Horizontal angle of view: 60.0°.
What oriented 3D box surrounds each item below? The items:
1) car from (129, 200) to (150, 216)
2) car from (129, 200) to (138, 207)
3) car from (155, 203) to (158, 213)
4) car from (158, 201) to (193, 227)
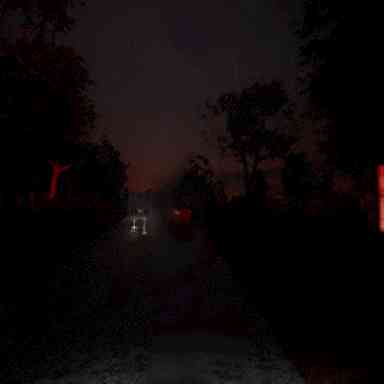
[{"bbox_3d":[-5.517,1.699,35.349,2.128,1.511,4.902,1,-1,-8],"label":"car"},{"bbox_3d":[-13.438,2.533,76.183,1.882,1.535,5.008,1,-2,-12],"label":"car"},{"bbox_3d":[-3.475,1.801,41.351,1.882,1.535,5.008,1,-1,-9],"label":"car"},{"bbox_3d":[-1.156,1.443,23.701,2.097,1.767,4.553,0,-1,-5],"label":"car"}]
